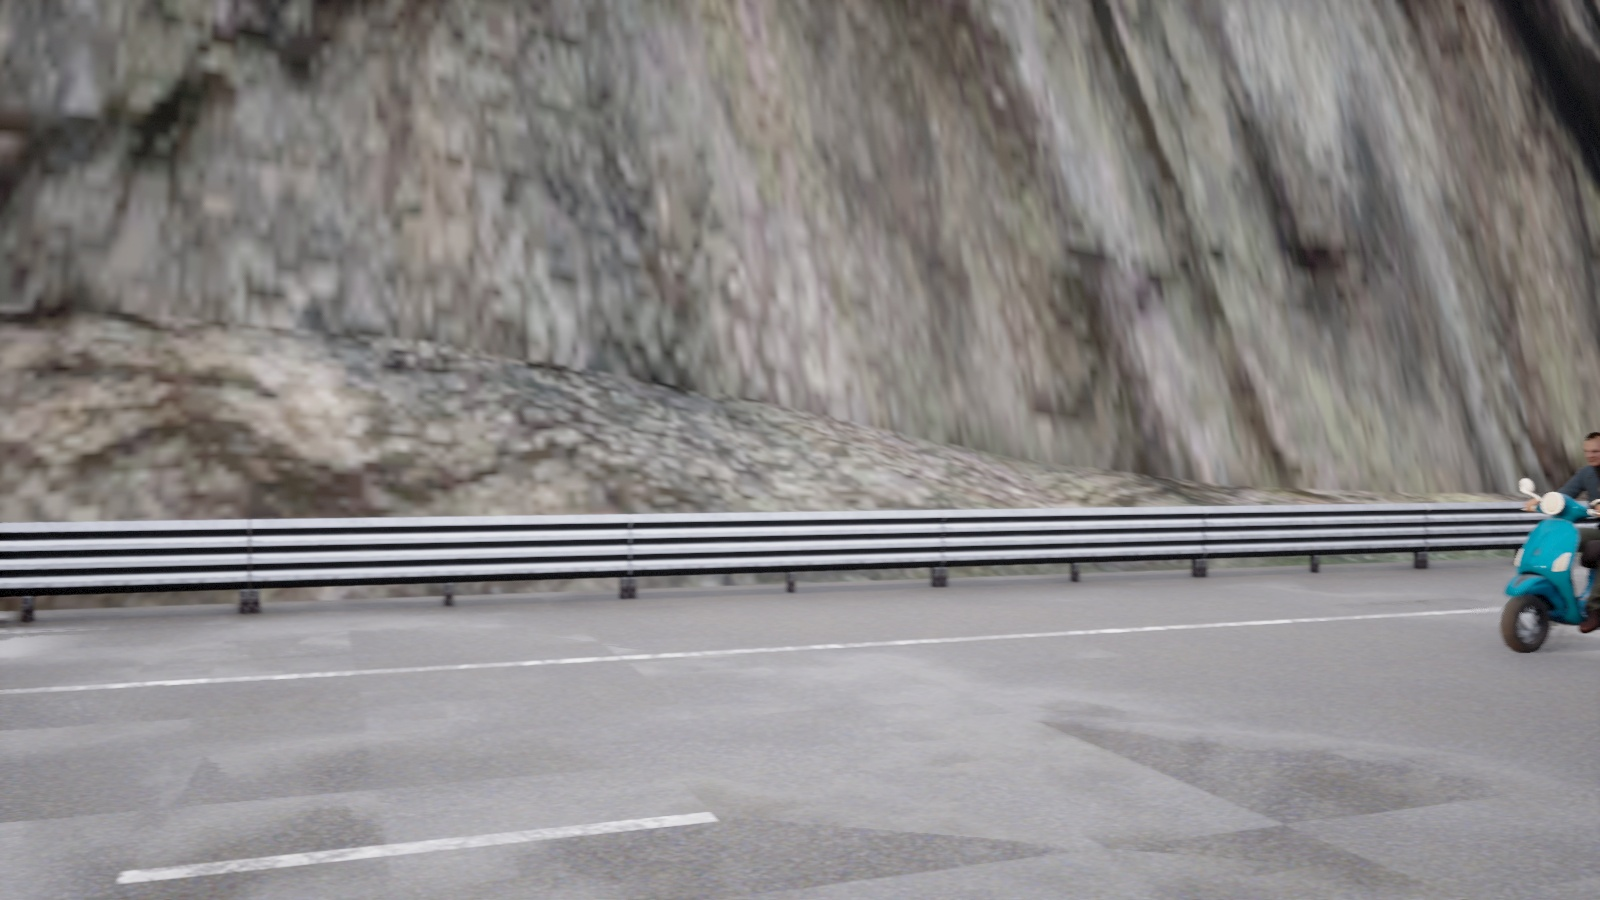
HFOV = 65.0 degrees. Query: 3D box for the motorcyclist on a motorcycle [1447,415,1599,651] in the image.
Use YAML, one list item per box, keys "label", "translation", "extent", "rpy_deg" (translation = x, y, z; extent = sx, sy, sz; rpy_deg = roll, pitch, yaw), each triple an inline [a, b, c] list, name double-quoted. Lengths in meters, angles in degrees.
- label: "motorcyclist on a motorcycle"
  translation: [5.772, 0.540, 9.172]
  extent: [1.817, 1.590, 0.866]
  rpy_deg: [-1, 1, -21]
